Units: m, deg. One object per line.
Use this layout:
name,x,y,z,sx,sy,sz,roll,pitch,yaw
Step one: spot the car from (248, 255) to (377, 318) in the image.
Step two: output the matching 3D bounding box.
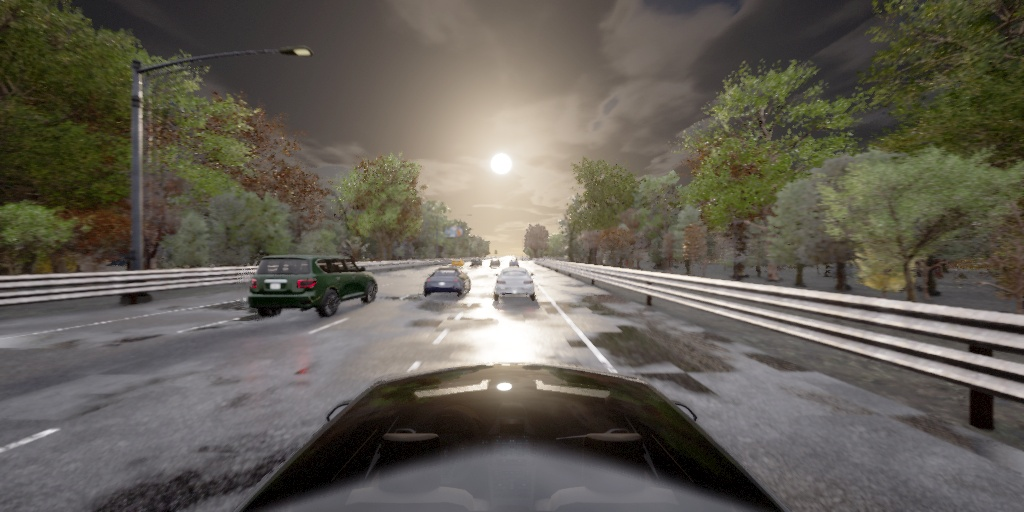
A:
car,-6.890,0.972,13.137,2.150,2.045,5.566,0,0,0

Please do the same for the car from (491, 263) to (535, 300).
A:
car,0.123,1.276,17.592,1.812,1.442,4.674,0,0,0

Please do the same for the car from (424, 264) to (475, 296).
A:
car,-3.371,1.314,19.319,1.994,1.385,4.181,0,0,0
